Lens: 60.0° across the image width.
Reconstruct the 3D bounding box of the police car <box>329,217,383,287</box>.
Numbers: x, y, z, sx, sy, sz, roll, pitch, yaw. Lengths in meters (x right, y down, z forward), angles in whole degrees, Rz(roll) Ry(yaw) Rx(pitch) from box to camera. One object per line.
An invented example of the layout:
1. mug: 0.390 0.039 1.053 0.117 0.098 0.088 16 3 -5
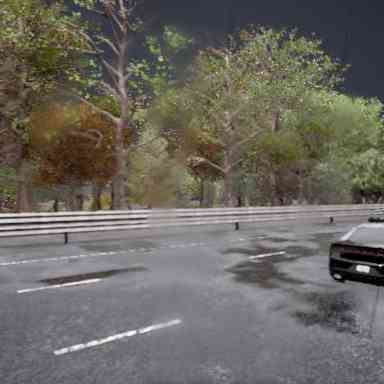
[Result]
1. police car: 5.533 1.530 9.183 1.930 1.638 5.238 0 -1 43
